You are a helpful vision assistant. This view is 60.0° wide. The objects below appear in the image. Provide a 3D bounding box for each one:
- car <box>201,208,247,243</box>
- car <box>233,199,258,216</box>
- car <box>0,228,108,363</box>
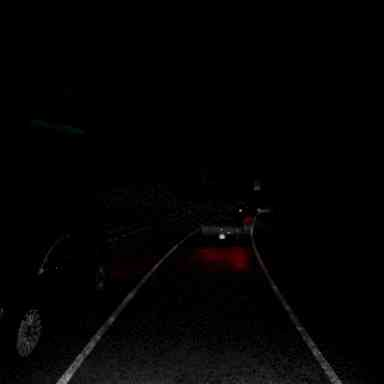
[{"bbox_3d":[1.631,1.676,16.653,1.895,1.301,4.718,1,0,8],"label":"car"},{"bbox_3d":[5.399,1.468,33.508,1.812,1.442,4.674,2,4,21],"label":"car"},{"bbox_3d":[-2.993,1.487,6.019,2.128,1.511,4.902,0,0,4],"label":"car"}]
